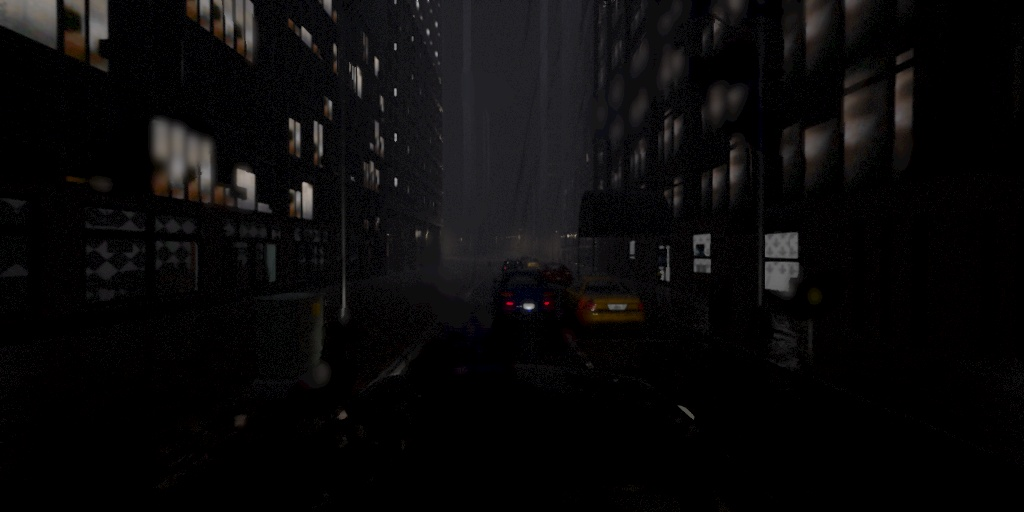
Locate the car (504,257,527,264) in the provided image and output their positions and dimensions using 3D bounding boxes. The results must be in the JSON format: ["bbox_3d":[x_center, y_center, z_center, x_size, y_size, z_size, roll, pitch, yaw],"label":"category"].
[{"bbox_3d":[0.108,1.045,32.151,1.895,1.301,4.718,0,1,0],"label":"car"}]

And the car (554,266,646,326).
[{"bbox_3d":[2.566,1.184,11.056,1.751,1.417,4.829,0,0,0],"label":"car"}]

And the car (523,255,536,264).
[{"bbox_3d":[2.567,0.847,44.363,1.751,1.417,4.829,0,0,0],"label":"car"}]

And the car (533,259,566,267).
[{"bbox_3d":[2.566,1.092,21.988,1.888,1.381,4.507,0,0,0],"label":"car"}]

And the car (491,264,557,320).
[{"bbox_3d":[0.312,1.172,12.053,1.812,1.442,4.674,0,1,-4],"label":"car"}]
